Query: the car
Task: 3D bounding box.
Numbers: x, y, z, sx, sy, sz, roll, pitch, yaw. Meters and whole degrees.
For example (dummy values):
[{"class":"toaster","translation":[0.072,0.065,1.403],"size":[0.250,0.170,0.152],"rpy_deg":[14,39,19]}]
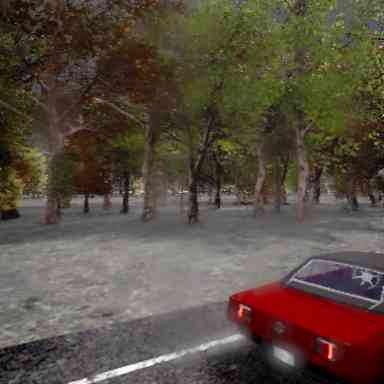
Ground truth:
[{"class":"car","translation":[2.914,1.581,5.030],"size":[4.718,1.301,1.895],"rpy_deg":[0,0,-33]}]
